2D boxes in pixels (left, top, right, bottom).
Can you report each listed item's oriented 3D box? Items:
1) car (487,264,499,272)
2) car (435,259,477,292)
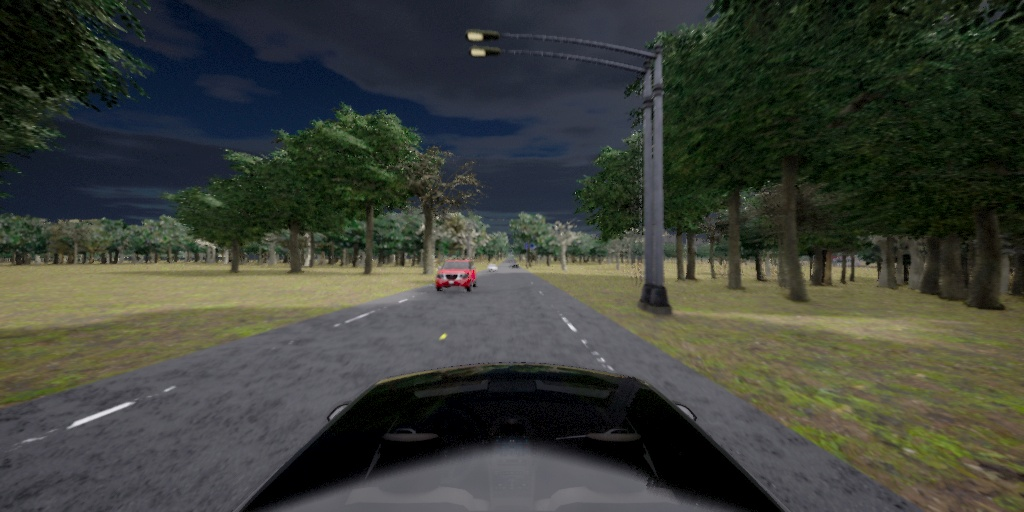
[{"bbox_3d":[-3.509,2.213,64.663,1.812,1.442,4.674,0,-1,0],"label":"car"},{"bbox_3d":[-3.597,1.214,24.009,2.150,2.045,5.566,0,0,0],"label":"car"}]
